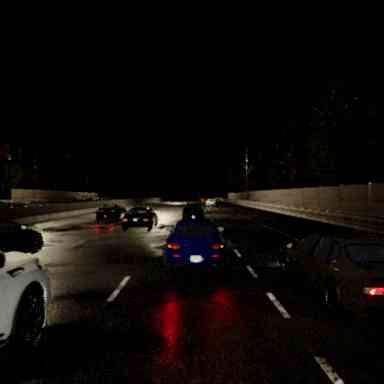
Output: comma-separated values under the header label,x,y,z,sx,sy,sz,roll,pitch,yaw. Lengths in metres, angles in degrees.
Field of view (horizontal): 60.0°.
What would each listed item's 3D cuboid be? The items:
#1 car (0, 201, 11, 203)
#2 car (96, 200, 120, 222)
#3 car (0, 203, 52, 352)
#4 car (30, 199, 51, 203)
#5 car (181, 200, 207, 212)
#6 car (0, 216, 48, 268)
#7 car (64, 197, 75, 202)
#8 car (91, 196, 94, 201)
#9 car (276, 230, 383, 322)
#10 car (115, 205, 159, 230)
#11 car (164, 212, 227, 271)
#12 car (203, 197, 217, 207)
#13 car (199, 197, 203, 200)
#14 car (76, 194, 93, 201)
label,x,y,z,sx,sy,sz,roll,pitch,yaw
car,-21.082,1.808,36.359,1.837,1.490,4.892,0,0,0
car,-6.894,1.731,28.823,2.128,1.511,4.902,0,0,0
car,-3.395,1.247,3.109,2.150,2.045,5.566,0,0,0
car,-17.580,1.669,37.966,2.097,1.767,4.553,0,0,0
car,0.105,1.746,28.889,1.837,1.490,4.892,0,0,0
car,-6.899,1.659,11.568,1.994,1.385,4.181,0,0,0
car,-27.989,1.888,76.770,1.812,1.442,4.674,0,-1,0
car,-20.989,1.959,76.738,1.895,1.301,4.718,0,-1,0
car,3.487,1.600,7.623,2.033,1.411,5.357,0,0,-1
car,-3.395,1.733,22.337,2.033,1.411,5.357,0,0,0
car,0.103,1.617,11.090,1.812,1.442,4.674,0,0,0
car,3.507,2.048,62.300,1.812,1.442,4.674,0,-1,0
car,3.513,2.307,92.316,1.882,1.535,5.008,0,-1,0
car,-24.490,1.510,77.151,2.150,2.045,5.566,0,-1,0
